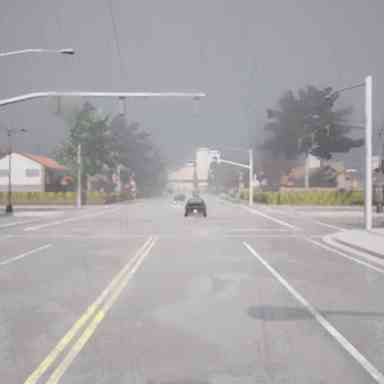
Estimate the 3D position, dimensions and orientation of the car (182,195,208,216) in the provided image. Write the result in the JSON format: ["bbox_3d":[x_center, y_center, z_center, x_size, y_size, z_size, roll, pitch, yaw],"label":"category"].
[{"bbox_3d":[0.378,1.331,30.103,1.837,1.490,4.892,0,0,2],"label":"car"}]

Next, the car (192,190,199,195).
[{"bbox_3d":[1.022,0.999,89.944,1.812,1.442,4.674,0,0,0],"label":"car"}]

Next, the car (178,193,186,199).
[{"bbox_3d":[-2.535,1.026,82.345,1.837,1.490,4.892,0,0,0],"label":"car"}]

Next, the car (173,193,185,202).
[{"bbox_3d":[-2.656,1.162,66.659,2.033,1.411,5.357,0,0,1],"label":"car"}]
